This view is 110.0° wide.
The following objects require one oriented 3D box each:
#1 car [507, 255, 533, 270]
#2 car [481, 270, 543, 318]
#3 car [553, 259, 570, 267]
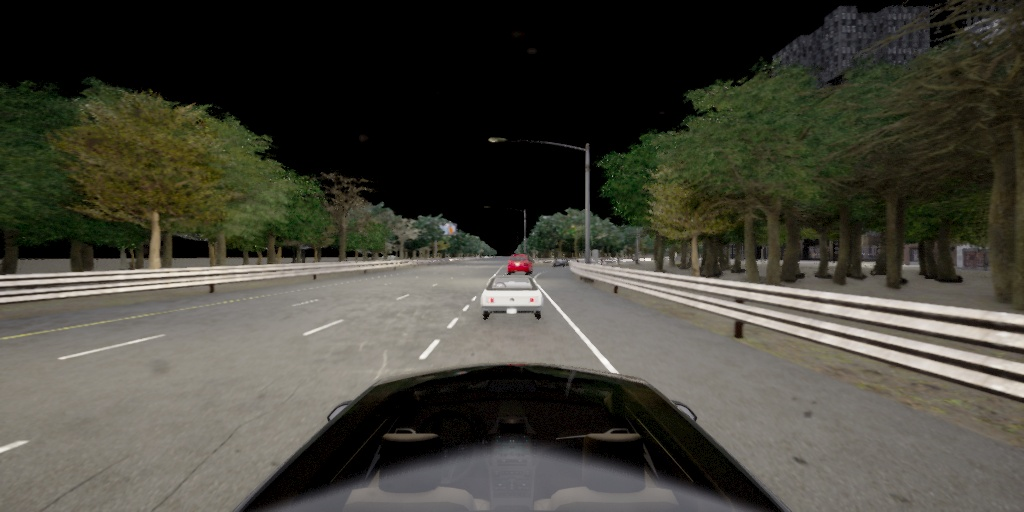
[{"bbox_3d":[0.907,0.933,36.728,2.150,2.045,5.566,0,0,8],"label":"car"},{"bbox_3d":[-0.003,1.337,12.815,1.895,1.301,4.718,0,0,0],"label":"car"},{"bbox_3d":[8.476,1.199,61.459,1.812,1.442,4.674,0,0,25],"label":"car"}]
